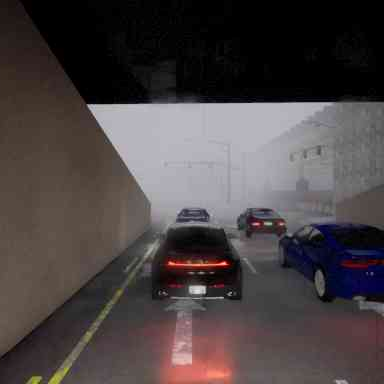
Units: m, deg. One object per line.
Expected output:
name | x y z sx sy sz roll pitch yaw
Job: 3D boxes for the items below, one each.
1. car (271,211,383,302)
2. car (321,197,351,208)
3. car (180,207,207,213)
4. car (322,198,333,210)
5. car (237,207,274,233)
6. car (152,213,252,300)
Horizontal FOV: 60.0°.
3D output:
car | 3.604 1.478 8.362 1.882 1.535 5.008 0 0 0
car | 17.648 1.295 40.712 4.536 1.218 1.853 0 0 -45
car | 0.099 1.547 18.126 2.033 1.411 5.357 0 0 3
car | 17.611 1.453 40.675 4.974 1.542 2.038 0 0 -45
car | 3.632 1.547 18.114 2.033 1.411 5.357 0 0 0
car | 0.105 1.505 8.380 1.837 1.490 4.892 0 0 0
